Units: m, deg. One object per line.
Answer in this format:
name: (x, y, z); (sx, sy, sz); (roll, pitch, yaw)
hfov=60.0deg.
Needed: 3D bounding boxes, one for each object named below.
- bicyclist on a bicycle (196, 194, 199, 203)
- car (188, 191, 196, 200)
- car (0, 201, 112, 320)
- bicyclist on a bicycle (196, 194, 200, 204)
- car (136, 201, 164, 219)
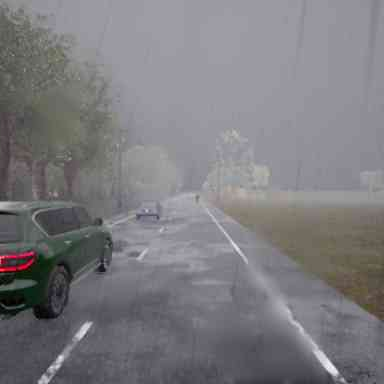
bicyclist on a bicycle: (0.972, 1.233, 62.047); (0.582, 1.620, 1.656); (0, 0, 0)
car: (0.012, 1.159, 80.270); (1.882, 1.535, 5.008); (0, 0, 0)
car: (-3.400, 1.195, 7.412); (2.150, 2.045, 5.566); (0, 0, 0)
bicyclist on a bicycle: (0.971, 1.181, 53.477); (0.659, 1.776, 1.843); (0, 0, 0)
car: (-3.398, 1.449, 27.506); (2.033, 1.411, 5.357); (0, 0, 0)
